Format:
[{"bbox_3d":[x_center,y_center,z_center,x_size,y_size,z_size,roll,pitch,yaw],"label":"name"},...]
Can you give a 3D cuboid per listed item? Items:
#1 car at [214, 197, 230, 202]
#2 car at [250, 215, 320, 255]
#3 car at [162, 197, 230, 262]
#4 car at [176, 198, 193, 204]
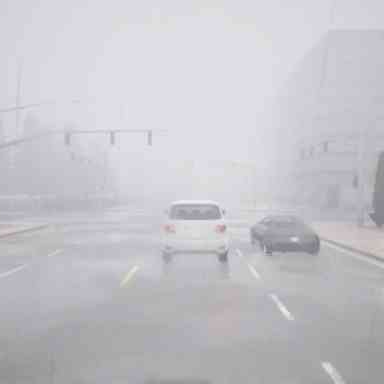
[{"bbox_3d":[8.005,1.982,87.756,4.181,1.385,1.994,0,0,-44],"label":"car"},{"bbox_3d":[3.631,1.635,13.620,1.994,1.385,4.181,0,0,1],"label":"car"},{"bbox_3d":[0.117,1.288,12.585,2.150,2.045,5.566,0,0,1],"label":"car"},{"bbox_3d":[-1.724,1.982,75.301,1.895,1.301,4.718,0,0,27],"label":"car"}]
